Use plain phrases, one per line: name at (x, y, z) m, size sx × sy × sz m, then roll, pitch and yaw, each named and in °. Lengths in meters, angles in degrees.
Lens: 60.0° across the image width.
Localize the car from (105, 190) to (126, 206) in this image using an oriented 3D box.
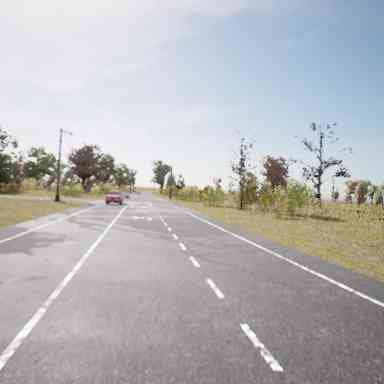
car at (-10.853, 0.780, 46.665) m, size 2.150 × 2.045 × 5.566 m, roll 3°, pitch 0°, yaw -9°

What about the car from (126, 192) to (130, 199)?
car at (-15.965, 0.829, 79.542) m, size 2.128 × 1.511 × 4.902 m, roll 3°, pitch 0°, yaw -9°
